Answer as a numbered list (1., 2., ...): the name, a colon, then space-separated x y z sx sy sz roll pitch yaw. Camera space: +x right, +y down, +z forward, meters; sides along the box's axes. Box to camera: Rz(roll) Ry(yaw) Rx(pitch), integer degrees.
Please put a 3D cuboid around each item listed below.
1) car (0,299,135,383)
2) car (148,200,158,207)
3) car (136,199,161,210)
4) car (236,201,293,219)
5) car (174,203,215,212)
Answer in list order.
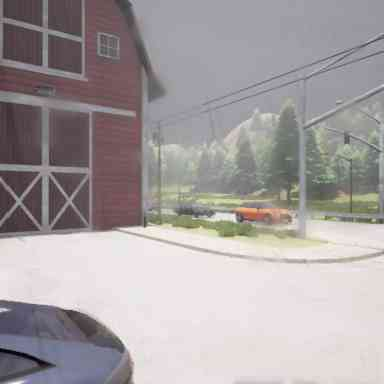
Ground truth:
1. car: -2.466 1.573 2.236 4.181 1.385 1.994 -1 0 -35
2. car: -5.517 1.842 41.692 1.994 1.385 4.181 0 0 -35
3. car: -6.558 1.850 49.597 1.812 1.442 4.674 0 0 -34
4. car: 5.473 1.526 25.612 2.097 1.767 4.553 0 0 -34
5. car: 0.099 1.772 33.473 2.033 1.411 5.357 0 0 -34
